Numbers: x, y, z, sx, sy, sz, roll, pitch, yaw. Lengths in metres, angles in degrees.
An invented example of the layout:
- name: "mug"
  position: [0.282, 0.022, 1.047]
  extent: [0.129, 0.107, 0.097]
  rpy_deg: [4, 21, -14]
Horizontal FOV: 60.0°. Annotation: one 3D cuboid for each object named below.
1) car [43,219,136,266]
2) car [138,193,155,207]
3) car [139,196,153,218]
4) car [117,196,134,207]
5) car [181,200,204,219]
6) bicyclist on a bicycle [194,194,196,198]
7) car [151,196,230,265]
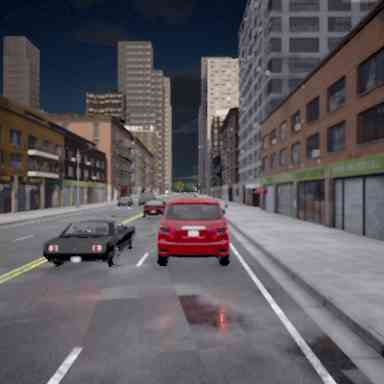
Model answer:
- name: "car"
  position: [-3.194, 1.582, 11.437]
  extent: [1.895, 1.301, 4.718]
  rpy_deg: [0, 0, 0]
- name: "car"
  position: [-6.602, 1.163, 49.390]
  extent: [2.150, 2.045, 5.566]
  rpy_deg: [0, 0, 0]
- name: "car"
  position: [-3.183, 1.430, 29.890]
  extent: [1.882, 1.535, 5.008]
  rpy_deg: [0, 0, 0]
- name: "car"
  position: [-9.849, 1.445, 49.580]
  extent: [1.837, 1.490, 4.892]
  rpy_deg: [0, 0, 0]
- name: "car"
  position: [0.064, 1.479, 29.248]
  extent: [1.812, 1.442, 4.674]
  rpy_deg: [0, 0, 0]
- name: "bicyclist on a bicycle"
  position: [0.859, 1.318, 89.735]
  extent: [0.659, 1.776, 1.843]
  rpy_deg: [0, 0, 0]
- name: "car"
  position: [0.058, 1.204, 11.764]
  extent: [2.150, 2.045, 5.566]
  rpy_deg: [0, 0, 0]
